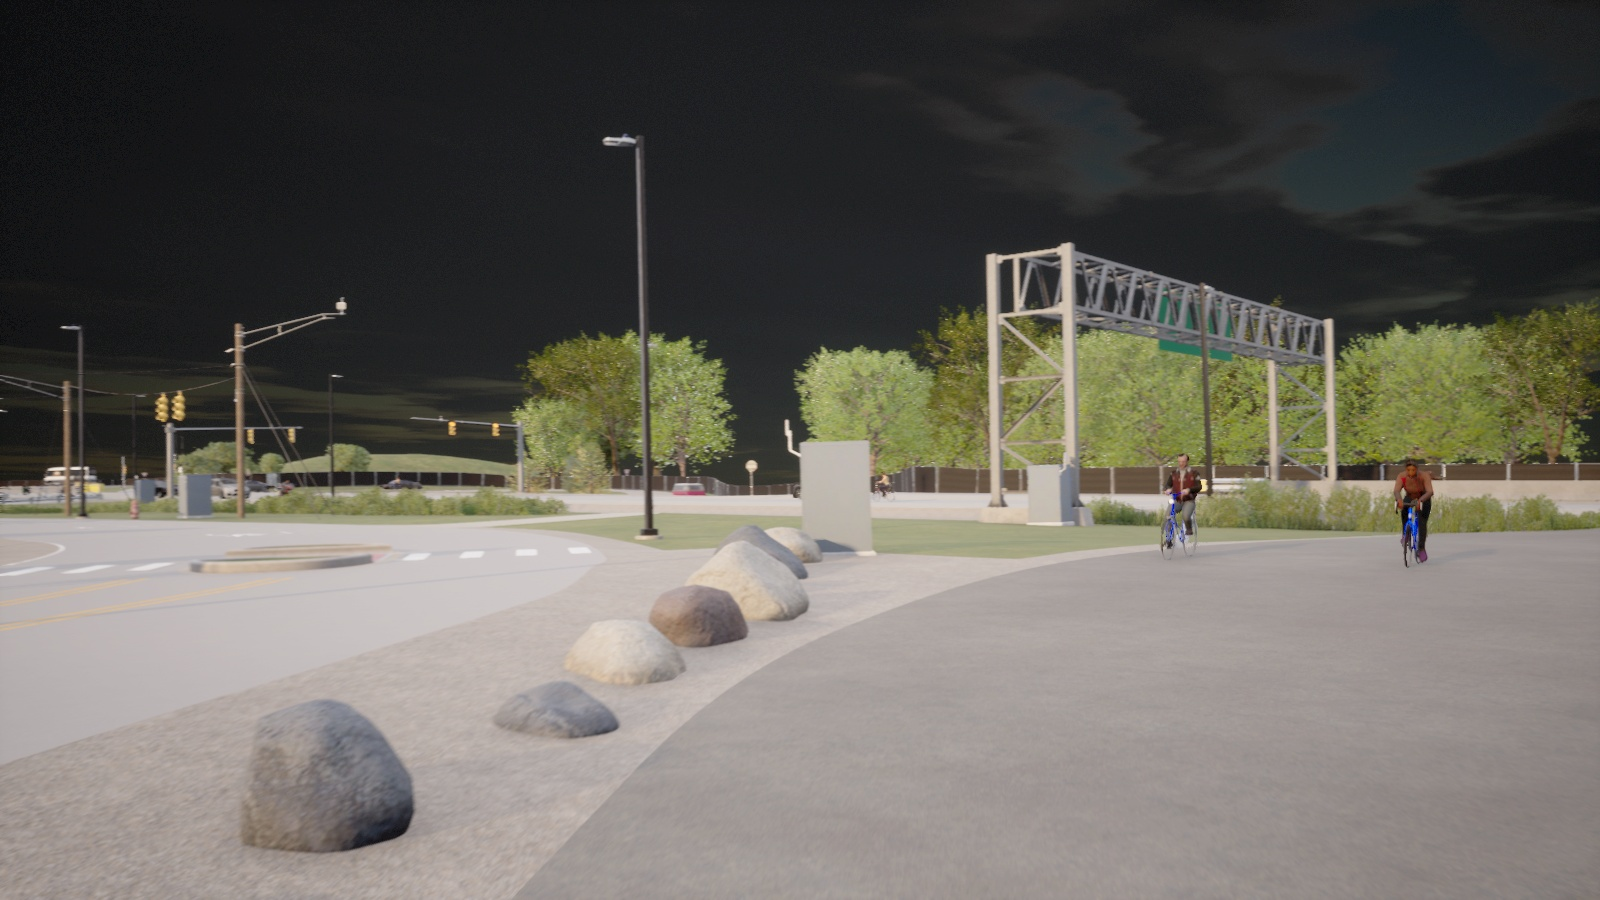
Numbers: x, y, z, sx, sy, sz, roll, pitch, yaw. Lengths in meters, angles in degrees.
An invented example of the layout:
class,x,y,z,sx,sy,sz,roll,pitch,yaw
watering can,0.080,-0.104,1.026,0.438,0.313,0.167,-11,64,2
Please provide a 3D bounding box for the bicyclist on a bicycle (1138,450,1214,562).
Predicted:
class,x,y,z,sx,sy,sz,roll,pitch,yaw
bicyclist on a bicycle,6.257,0.895,20.837,0.659,1.776,1.843,0,-1,35

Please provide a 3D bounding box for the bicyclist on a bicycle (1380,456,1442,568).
class,x,y,z,sx,sy,sz,roll,pitch,yaw
bicyclist on a bicycle,9.268,0.897,19.019,0.582,1.620,1.656,-1,0,35
